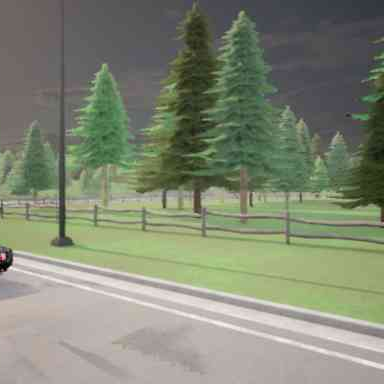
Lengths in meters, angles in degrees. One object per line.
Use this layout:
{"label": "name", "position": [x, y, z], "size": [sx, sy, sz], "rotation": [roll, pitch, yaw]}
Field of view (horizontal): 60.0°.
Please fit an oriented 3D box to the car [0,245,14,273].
{"label": "car", "position": [-6.795, 1.601, 8.835], "size": [4.718, 1.301, 1.895], "rotation": [0, 0, 35]}
